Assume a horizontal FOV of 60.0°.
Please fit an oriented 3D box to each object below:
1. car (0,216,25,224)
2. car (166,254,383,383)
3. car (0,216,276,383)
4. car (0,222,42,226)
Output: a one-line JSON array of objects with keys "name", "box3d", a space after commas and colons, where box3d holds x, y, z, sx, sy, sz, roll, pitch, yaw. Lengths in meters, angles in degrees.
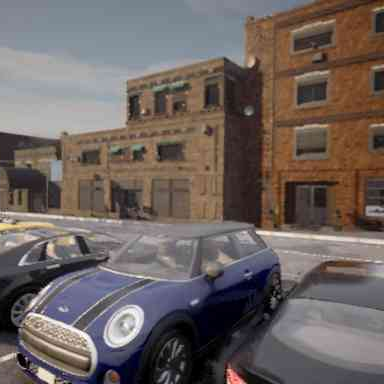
[{"name": "car", "box3d": [-4.905, 1.472, 8.410, 1.946, 1.575, 5.366, 0, 0, 35]}, {"name": "car", "box3d": [2.003, 1.520, 3.716, 2.002, 1.452, 4.674, 0, 0, 35]}, {"name": "car", "box3d": [-0.244, 1.354, 5.357, 2.185, 1.767, 4.553, 0, 0, 35]}, {"name": "car", "box3d": [-2.534, 1.479, 6.942, 2.231, 1.521, 4.892, 0, 0, 35]}]
